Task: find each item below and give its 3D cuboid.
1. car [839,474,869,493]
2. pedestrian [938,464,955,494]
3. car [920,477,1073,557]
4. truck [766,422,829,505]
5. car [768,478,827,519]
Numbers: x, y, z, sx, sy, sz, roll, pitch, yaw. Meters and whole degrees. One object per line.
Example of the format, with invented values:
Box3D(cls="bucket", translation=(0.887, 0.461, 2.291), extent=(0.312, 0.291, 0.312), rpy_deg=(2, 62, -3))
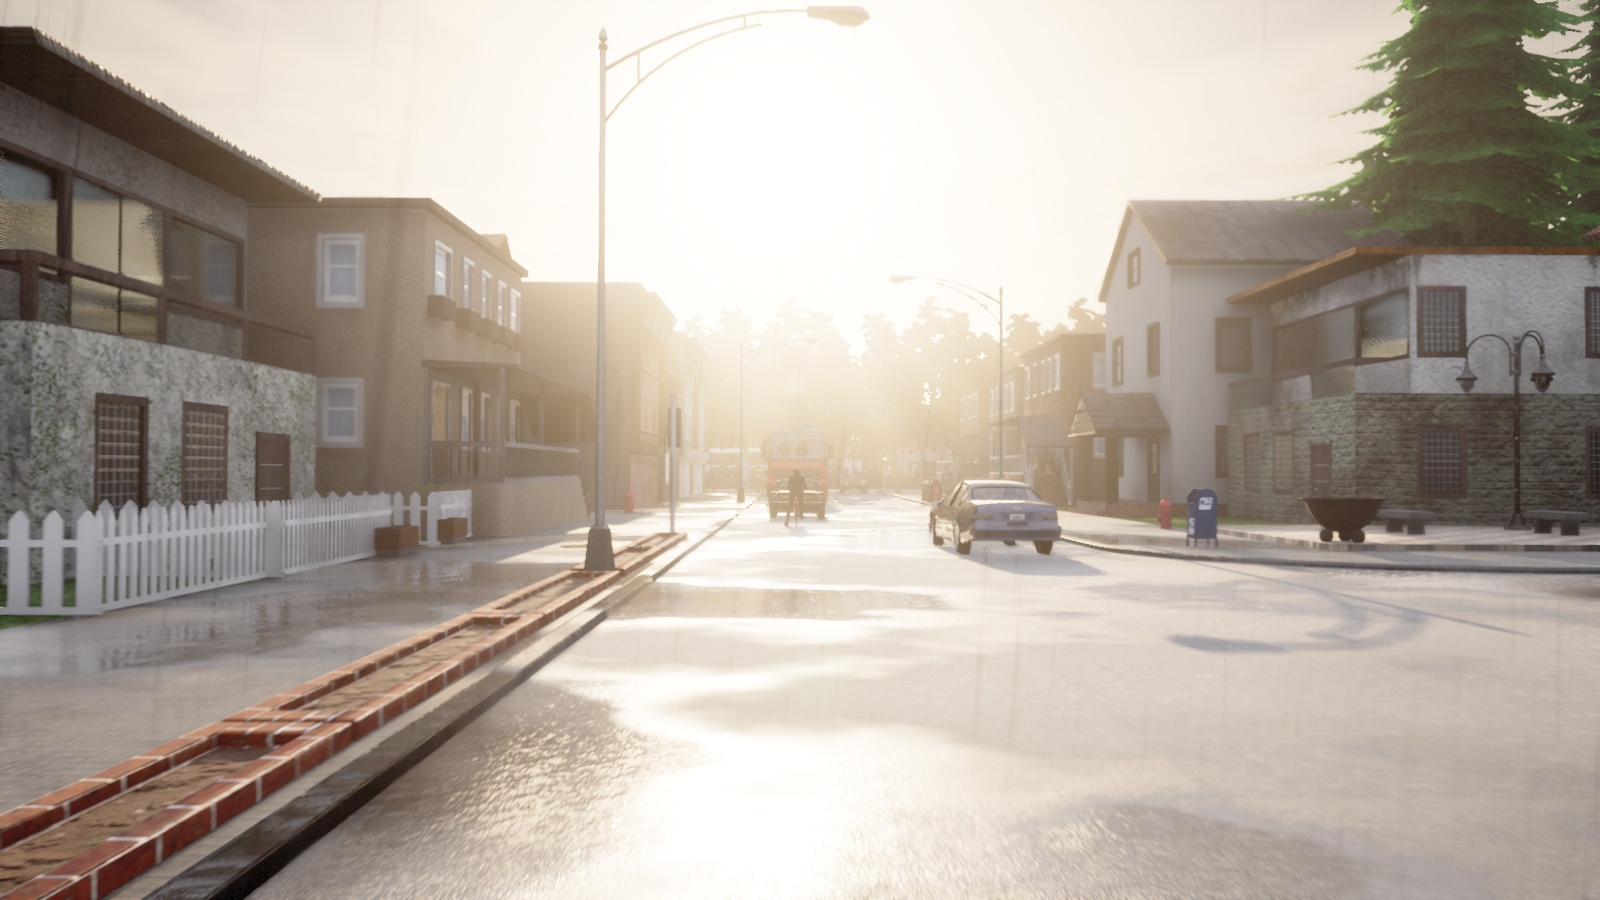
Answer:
Box3D(cls="car", translation=(3.829, 2.407, 90.028), extent=(1.895, 1.301, 4.718), rpy_deg=(0, -1, 0))
Box3D(cls="pedestrian", translation=(9.099, 1.795, 78.088), extent=(0.874, 1.855, 0.900), rpy_deg=(0, -1, -3))
Box3D(cls="car", translation=(3.825, 1.273, 25.428), extent=(2.033, 1.411, 5.357), rpy_deg=(0, -1, -3))
Box3D(cls="truck", translation=(-0.121, 0.689, 62.051), extent=(2.891, 3.827, 8.468), rpy_deg=(0, -1, 0))
Box3D(cls="car", translation=(-0.080, 1.637, 43.087), extent=(1.895, 1.301, 4.718), rpy_deg=(0, -1, 0))
